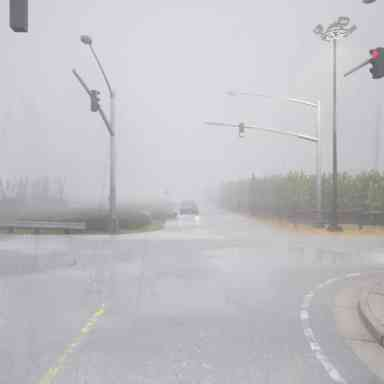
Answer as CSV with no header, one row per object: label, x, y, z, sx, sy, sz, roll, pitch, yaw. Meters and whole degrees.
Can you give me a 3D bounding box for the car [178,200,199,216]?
car,-0.355,1.551,33.790,1.882,1.535,5.008,0,1,-3
